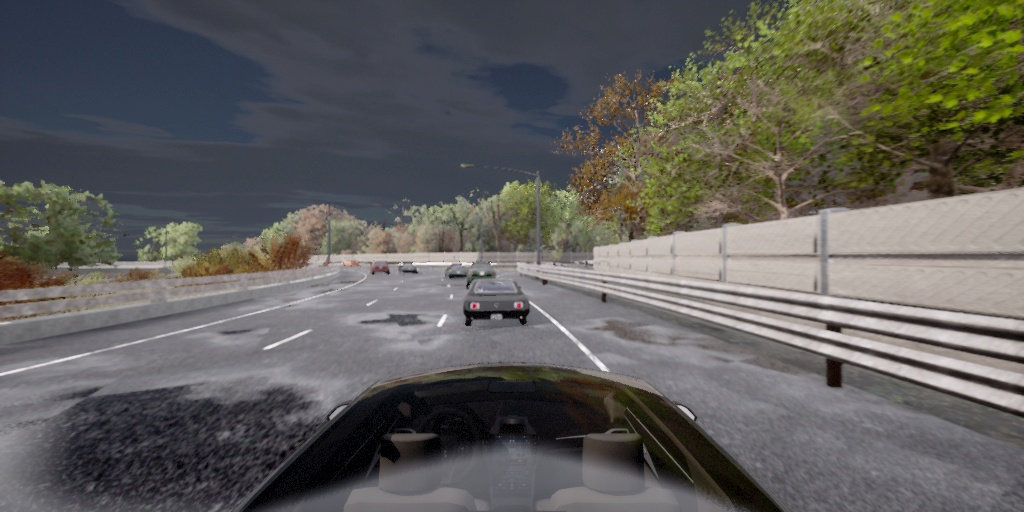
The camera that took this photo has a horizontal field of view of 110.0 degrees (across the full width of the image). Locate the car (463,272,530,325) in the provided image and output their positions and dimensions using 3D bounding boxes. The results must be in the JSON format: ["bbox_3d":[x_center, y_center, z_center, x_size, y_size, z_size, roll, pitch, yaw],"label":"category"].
[{"bbox_3d":[-0.606,1.410,12.113,1.895,1.301,4.718,0,0,-5],"label":"car"}]

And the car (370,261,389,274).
[{"bbox_3d":[-17.002,1.406,45.996,2.097,1.767,4.553,0,0,-24],"label":"car"}]

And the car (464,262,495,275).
[{"bbox_3d":[-2.329,1.249,26.881,2.097,1.767,4.553,0,0,-7],"label":"car"}]

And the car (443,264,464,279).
[{"bbox_3d":[-5.661,1.522,35.987,1.994,1.385,4.181,0,0,-17],"label":"car"}]

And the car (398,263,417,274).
[{"bbox_3d":[-13.858,1.615,47.501,1.994,1.385,4.181,0,0,-24],"label":"car"}]
